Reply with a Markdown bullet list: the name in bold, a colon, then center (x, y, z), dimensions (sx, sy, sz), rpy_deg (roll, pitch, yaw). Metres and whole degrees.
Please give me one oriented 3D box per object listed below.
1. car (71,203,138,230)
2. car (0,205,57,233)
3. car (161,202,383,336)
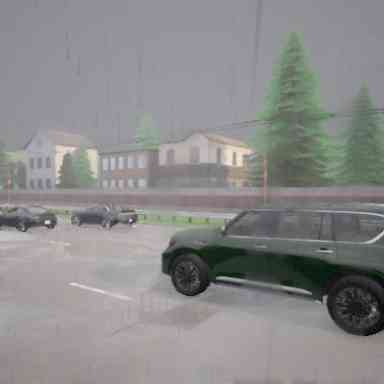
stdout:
- **car**: center (-5.568, 1.462, 20.862), dimensions (4.902, 1.511, 2.128), rpy_deg (0, 0, 35)
- **car**: center (-9.796, 1.492, 19.559), dimensions (4.674, 1.442, 1.812), rpy_deg (0, 0, 35)
- **car**: center (1.932, 1.218, 6.912), dimensions (5.566, 2.045, 2.150), rpy_deg (0, 0, 35)
